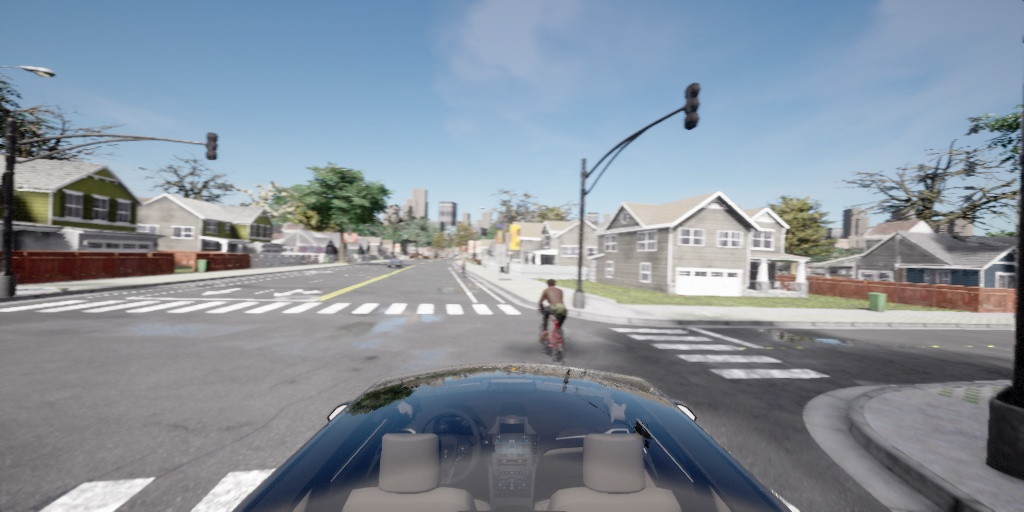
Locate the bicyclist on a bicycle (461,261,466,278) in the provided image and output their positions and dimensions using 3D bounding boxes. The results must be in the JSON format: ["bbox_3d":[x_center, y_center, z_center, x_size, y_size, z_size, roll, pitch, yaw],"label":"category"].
[{"bbox_3d":[-4.683,1.300,34.664,0.582,1.620,1.656,2,-1,-11],"label":"bicyclist on a bicycle"}]

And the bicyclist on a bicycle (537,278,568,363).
[{"bbox_3d":[0.805,1.282,7.239,0.582,1.620,1.656,3,-1,-11],"label":"bicyclist on a bicycle"}]

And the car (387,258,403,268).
[{"bbox_3d":[-17.410,1.075,53.719,2.033,1.411,5.357,2,0,-11],"label":"car"}]
